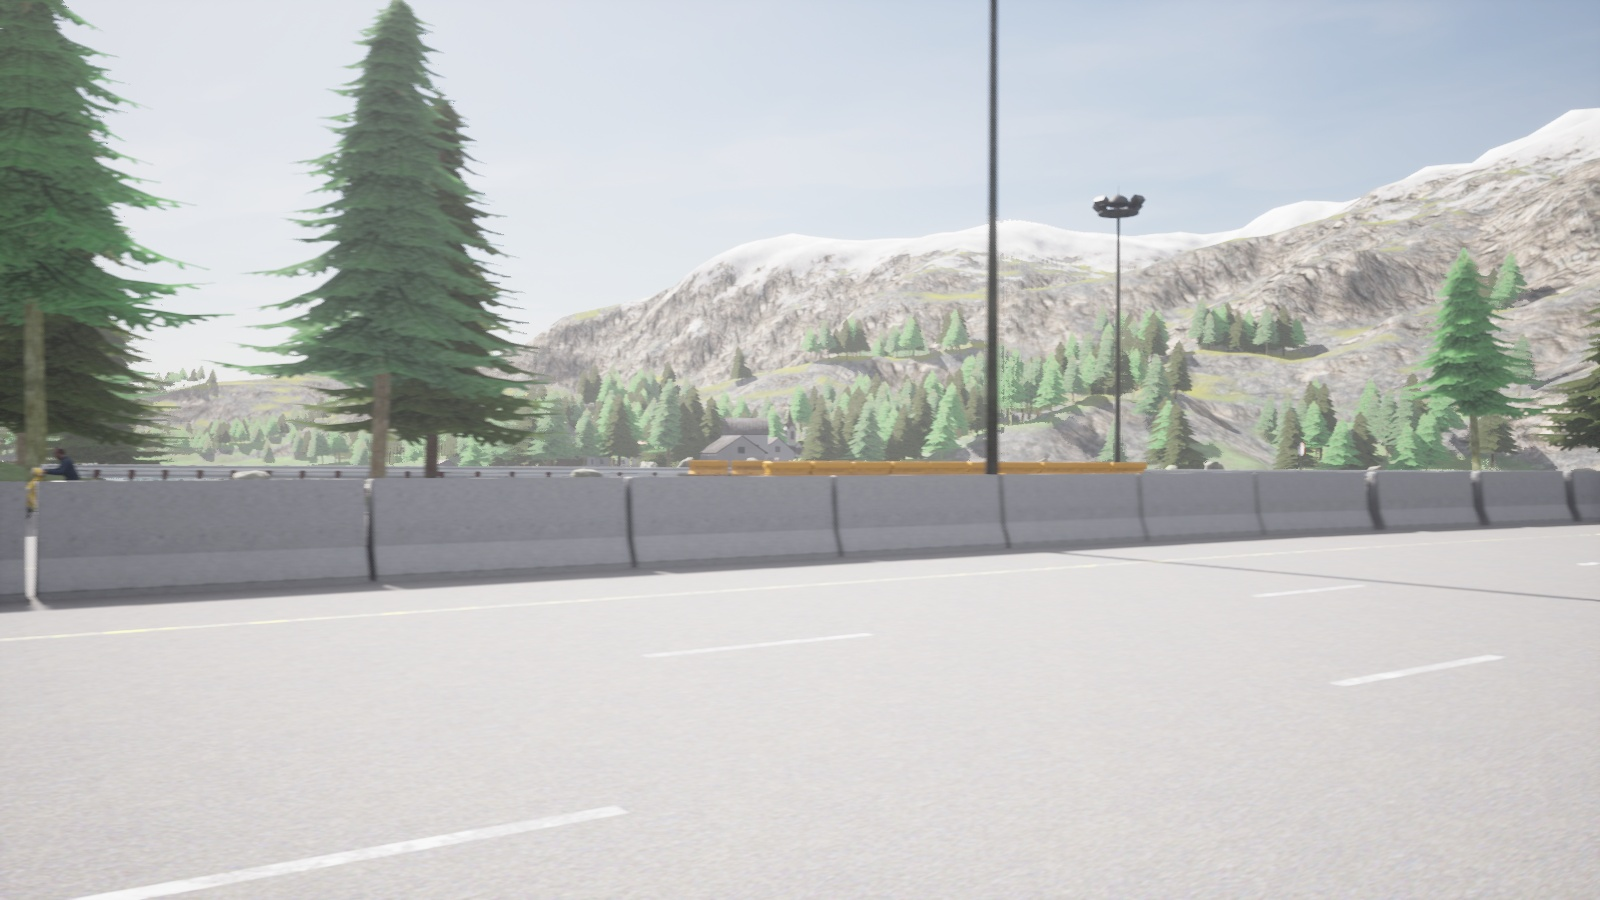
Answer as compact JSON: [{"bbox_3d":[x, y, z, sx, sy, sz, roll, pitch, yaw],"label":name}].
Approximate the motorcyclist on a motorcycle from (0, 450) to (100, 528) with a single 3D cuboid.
[{"bbox_3d":[-15.851,0.802,26.539,1.817,1.590,0.866,0,0,-31],"label":"motorcyclist on a motorcycle"}]
